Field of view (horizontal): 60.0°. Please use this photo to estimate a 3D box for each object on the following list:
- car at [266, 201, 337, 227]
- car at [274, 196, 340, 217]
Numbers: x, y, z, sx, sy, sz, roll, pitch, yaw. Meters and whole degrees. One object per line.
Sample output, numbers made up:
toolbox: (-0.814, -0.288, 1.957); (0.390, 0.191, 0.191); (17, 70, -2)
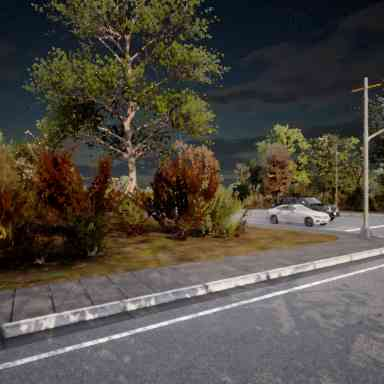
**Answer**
car: (7.426, 1.600, 23.680); (1.812, 1.442, 4.674); (0, -1, -38)
car: (9.110, 1.316, 27.273); (2.150, 2.045, 5.566); (0, -1, -37)
